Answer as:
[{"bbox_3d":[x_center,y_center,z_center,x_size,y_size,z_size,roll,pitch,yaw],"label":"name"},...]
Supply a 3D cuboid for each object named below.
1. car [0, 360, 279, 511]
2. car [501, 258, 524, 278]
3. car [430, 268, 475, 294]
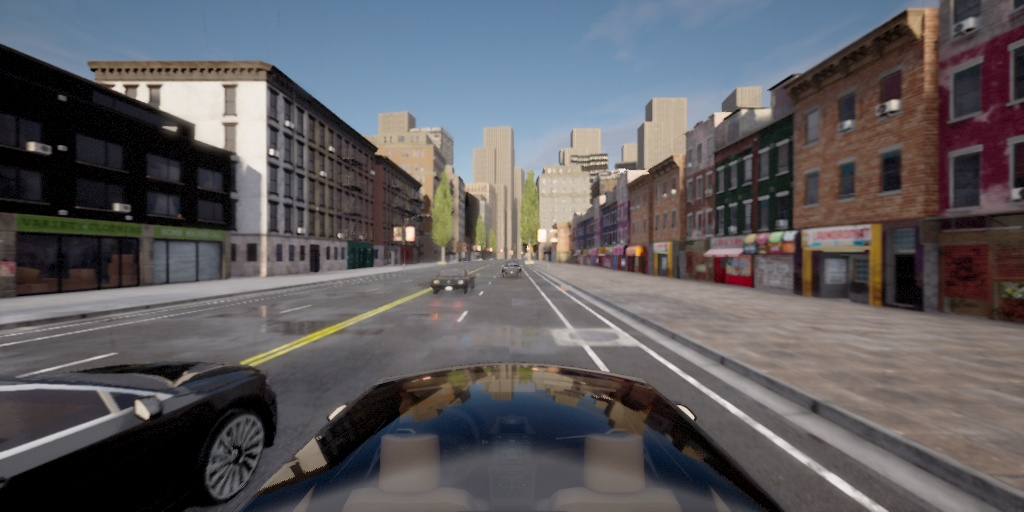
[{"bbox_3d":[-3.153,1.242,1.469,2.128,1.511,4.902,0,0,0],"label":"car"},{"bbox_3d":[0.022,1.223,33.575,2.128,1.511,4.902,0,0,0],"label":"car"},{"bbox_3d":[-3.152,1.336,20.132,1.895,1.301,4.718,0,0,0],"label":"car"}]
